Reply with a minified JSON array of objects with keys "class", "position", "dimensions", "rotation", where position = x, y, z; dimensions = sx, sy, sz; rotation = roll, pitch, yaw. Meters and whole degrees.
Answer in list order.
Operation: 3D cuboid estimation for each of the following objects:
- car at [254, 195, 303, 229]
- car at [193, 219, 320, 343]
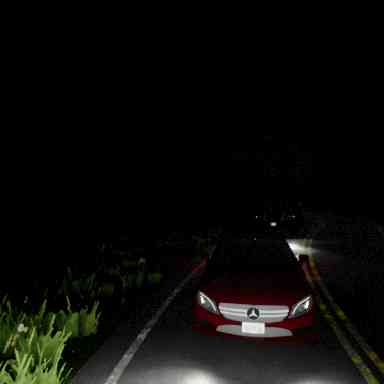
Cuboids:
[{"class":"car","position":[5.009,1.214,18.849],"dimensions":[2.150,2.045,5.566],"rotation":[-2,-1,22]},{"class":"car","position":[1.233,1.534,6.679],"dimensions":[1.812,1.442,4.674],"rotation":[-1,0,11]}]
